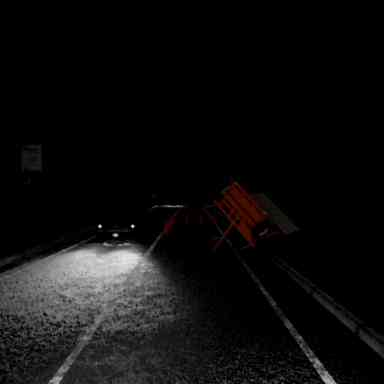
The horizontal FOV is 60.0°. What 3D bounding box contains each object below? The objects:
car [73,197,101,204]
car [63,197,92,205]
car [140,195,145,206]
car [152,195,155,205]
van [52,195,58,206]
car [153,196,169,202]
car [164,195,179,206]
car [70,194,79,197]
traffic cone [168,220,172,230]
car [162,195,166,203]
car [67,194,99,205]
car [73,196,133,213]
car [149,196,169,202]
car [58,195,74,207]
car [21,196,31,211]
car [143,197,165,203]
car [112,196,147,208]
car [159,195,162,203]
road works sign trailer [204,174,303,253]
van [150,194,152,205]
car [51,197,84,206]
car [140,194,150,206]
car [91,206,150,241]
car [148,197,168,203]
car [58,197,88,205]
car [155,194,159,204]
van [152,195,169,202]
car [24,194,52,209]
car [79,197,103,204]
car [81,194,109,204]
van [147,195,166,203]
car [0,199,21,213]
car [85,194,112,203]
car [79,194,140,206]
[{"bbox_3d":[-21.897,1.739,69.526,5.008,1.535,2.097,0,-1,0],"label":"car"},{"bbox_3d":[-21.927,1.712,63.957,4.792,1.488,2.163,0,-1,0],"label":"car"},{"bbox_3d":[-8.821,1.489,41.691,4.892,1.521,2.231,0,0,0],"label":"car"},{"bbox_3d":[-8.807,1.583,52.905,4.892,1.521,2.231,0,-1,0],"label":"car"},{"bbox_3d":[-22.008,1.306,47.246,4.442,1.987,1.878,0,0,0],"label":"van"},{"bbox_3d":[-8.871,1.918,94.950,4.553,1.767,2.185,0,-1,0],"label":"car"},{"bbox_3d":[-3.288,1.733,58.886,1.994,1.385,4.181,0,-1,0],"label":"car"},{"bbox_3d":[-21.708,1.604,55.601,5.366,1.575,1.946,0,-1,0],"label":"car"},{"bbox_3d":[-1.367,1.939,17.820,0.340,0.580,0.340,0,0,0],"label":"traffic cone"},{"bbox_3d":[-8.819,1.770,72.527,5.008,1.535,2.097,0,-1,0],"label":"car"},{"bbox_3d":[-21.872,1.459,66.742,5.566,2.045,2.435,0,-1,0],"label":"car"},{"bbox_3d":[-8.818,1.449,33.286,4.892,1.521,2.231,0,0,0],"label":"car"},{"bbox_3d":[-8.830,1.975,89.342,5.008,1.535,2.097,0,-1,0],"label":"car"},{"bbox_3d":[-21.890,1.622,52.815,4.674,1.452,2.002,0,-1,0],"label":"car"},{"bbox_3d":[-21.900,1.512,38.895,4.674,1.452,2.002,0,0,0],"label":"car"},{"bbox_3d":[-8.857,1.868,78.130,4.792,1.488,2.163,0,-1,0],"label":"car"},{"bbox_3d":[-8.780,1.406,47.298,4.553,1.767,2.185,0,-1,0],"label":"car"},{"bbox_3d":[-8.845,1.407,61.317,5.566,2.045,2.435,0,-1,0],"label":"car"},{"bbox_3d":[2.376,1.056,12.674,3.560,2.880,2.380,-5,45,-44],"label":"road works sign trailer"},{"bbox_3d":[-8.696,1.331,50.103,4.442,1.987,1.878,0,-1,0],"label":"van"},{"bbox_3d":[-21.889,1.632,58.387,5.008,1.535,2.097,0,-1,0],"label":"car"},{"bbox_3d":[-8.842,1.258,44.499,5.566,2.045,2.435,0,0,0],"label":"car"},{"bbox_3d":[-3.337,1.585,16.791,1.895,1.301,4.718,0,0,0],"label":"car"},{"bbox_3d":[-8.804,1.971,86.539,4.792,1.488,2.163,0,-1,0],"label":"car"},{"bbox_3d":[-21.867,1.687,61.172,4.792,1.488,2.163,0,-1,0],"label":"car"},{"bbox_3d":[-8.810,1.633,58.511,5.008,1.535,2.097,0,-1,0],"label":"car"},{"bbox_3d":[-8.721,1.784,92.148,4.442,1.987,1.878,0,-1,0],"label":"van"},{"bbox_3d":[-21.862,1.384,44.465,4.553,1.767,2.185,0,0,0],"label":"car"},{"bbox_3d":[-21.901,1.808,72.186,4.674,1.452,2.002,0,-1,0],"label":"car"},{"bbox_3d":[-21.877,1.550,75.097,5.566,2.045,2.435,0,-1,0],"label":"car"},{"bbox_3d":[-8.713,1.647,80.936,4.442,1.987,1.878,0,-1,0],"label":"van"},{"bbox_3d":[-21.906,1.458,36.108,5.008,1.535,2.097,0,0,0],"label":"car"},{"bbox_3d":[-21.879,1.583,77.759,5.566,2.045,2.435,0,-1,0],"label":"car"},{"bbox_3d":[-8.849,1.207,36.088,5.566,2.045,2.435,0,0,0],"label":"car"}]
